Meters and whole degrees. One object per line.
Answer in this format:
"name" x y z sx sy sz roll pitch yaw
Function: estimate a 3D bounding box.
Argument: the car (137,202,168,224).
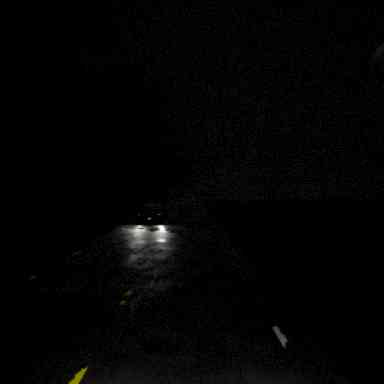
"car" -2.773 1.452 23.935 1.812 1.442 4.674 0 0 0
